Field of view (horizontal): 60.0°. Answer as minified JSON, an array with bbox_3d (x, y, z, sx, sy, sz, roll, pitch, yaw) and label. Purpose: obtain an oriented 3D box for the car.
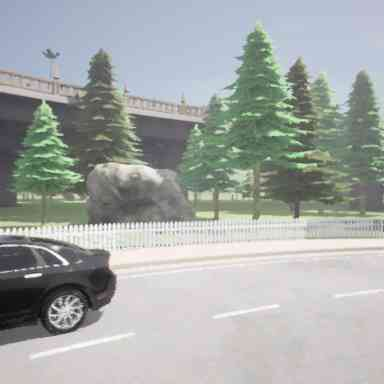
[{"bbox_3d":[-3.652,1.496,5.253,4.892,1.490,1.837,0,-1,-33],"label":"car"}]
